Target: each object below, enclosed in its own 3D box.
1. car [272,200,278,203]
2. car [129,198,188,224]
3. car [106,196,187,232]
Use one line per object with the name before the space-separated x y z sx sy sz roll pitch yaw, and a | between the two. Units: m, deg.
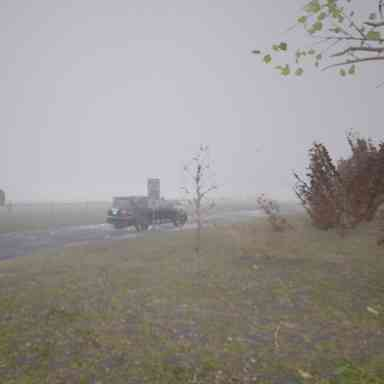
car | 9.760 1.570 42.767 2.128 1.511 4.902 0 0 36
car | -2.469 1.371 25.664 2.097 1.767 4.553 0 0 35
car | -2.651 1.246 20.578 2.150 2.045 5.566 1 0 38
